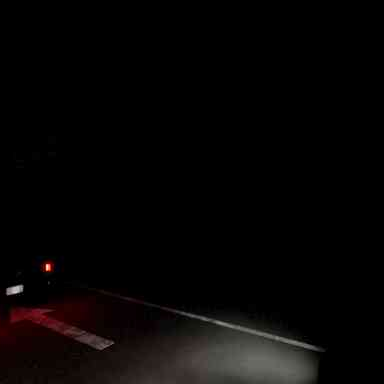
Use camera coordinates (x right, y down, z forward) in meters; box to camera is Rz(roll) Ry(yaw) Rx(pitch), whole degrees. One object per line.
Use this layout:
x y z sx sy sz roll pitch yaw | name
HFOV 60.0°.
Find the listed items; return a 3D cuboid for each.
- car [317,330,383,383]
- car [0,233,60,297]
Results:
3.084 1.526 1.718 4.674 1.442 1.812 0 0 36 | car
-5.211 1.601 7.713 4.718 1.301 1.895 0 0 35 | car
